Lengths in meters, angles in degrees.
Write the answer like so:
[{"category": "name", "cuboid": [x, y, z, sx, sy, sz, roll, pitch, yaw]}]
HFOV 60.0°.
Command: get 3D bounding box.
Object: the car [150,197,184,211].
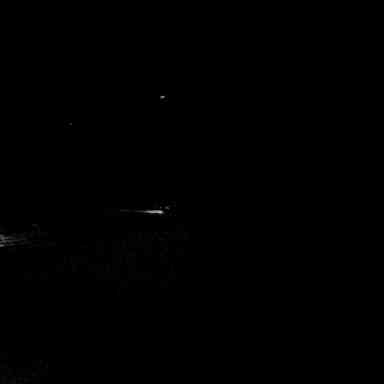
[{"category": "car", "cuboid": [-2.709, 1.293, 36.686, 1.994, 1.385, 4.181, 0, 0, 36]}]
